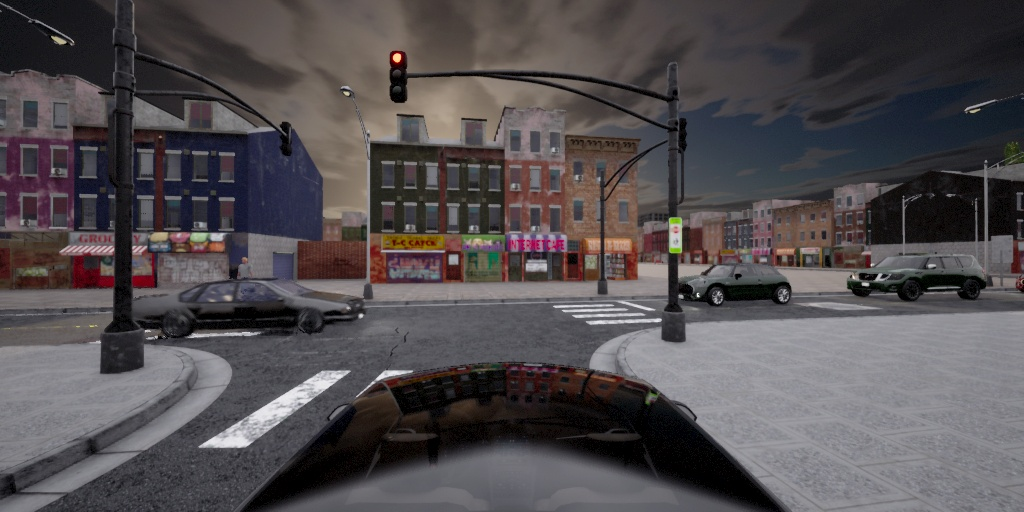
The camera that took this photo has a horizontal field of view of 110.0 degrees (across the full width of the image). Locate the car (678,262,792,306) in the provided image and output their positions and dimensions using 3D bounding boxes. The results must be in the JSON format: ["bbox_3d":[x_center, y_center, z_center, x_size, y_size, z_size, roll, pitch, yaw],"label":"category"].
[{"bbox_3d":[9.177,1.083,15.178,4.553,1.767,2.097,0,0,-10],"label":"car"}]

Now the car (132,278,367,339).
[{"bbox_3d":[-6.902,1.308,9.700,5.357,1.411,2.033,0,0,-9],"label":"car"}]

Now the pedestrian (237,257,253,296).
[{"bbox_3d":[-11.107,0.945,14.977,0.375,1.860,0.375,0,0,-9],"label":"pedestrian"}]

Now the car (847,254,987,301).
[{"bbox_3d":[18.778,0.927,16.712,5.566,2.045,2.150,0,0,-9],"label":"car"}]

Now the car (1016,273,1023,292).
[{"bbox_3d":[28.626,1.034,18.212,4.553,1.767,2.097,0,0,-8],"label":"car"}]
